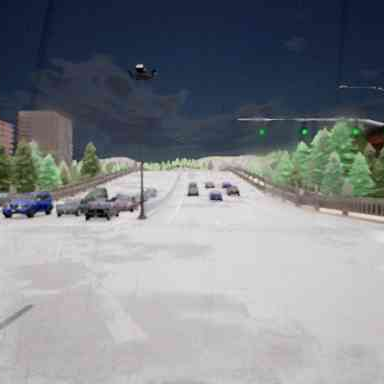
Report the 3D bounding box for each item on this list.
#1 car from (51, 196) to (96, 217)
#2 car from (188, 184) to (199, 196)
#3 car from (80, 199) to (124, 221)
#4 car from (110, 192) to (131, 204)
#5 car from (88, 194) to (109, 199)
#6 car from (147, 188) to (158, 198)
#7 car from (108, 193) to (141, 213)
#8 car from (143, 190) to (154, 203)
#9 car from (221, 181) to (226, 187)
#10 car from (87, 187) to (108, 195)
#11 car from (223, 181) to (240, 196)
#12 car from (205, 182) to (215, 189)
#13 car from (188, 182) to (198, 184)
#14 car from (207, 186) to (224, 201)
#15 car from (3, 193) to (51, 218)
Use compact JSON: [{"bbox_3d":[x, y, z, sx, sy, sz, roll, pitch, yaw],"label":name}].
[{"bbox_3d":[-10.560,1.393,30.029,1.837,1.490,4.892,0,0,0],"label":"car"},{"bbox_3d":[0.224,-0.092,58.437,1.994,1.385,4.181,0,6,0],"label":"car"},{"bbox_3d":[-7.073,1.503,26.676,1.895,1.301,4.718,0,0,0],"label":"car"},{"bbox_3d":[-10.496,0.827,49.134,1.895,1.301,4.718,0,4,1],"label":"car"},{"bbox_3d":[-10.555,1.330,38.923,1.994,1.385,4.181,0,2,-1],"label":"car"},{"bbox_3d":[-6.923,0.080,56.253,2.128,1.511,4.902,0,6,1],"label":"car"},{"bbox_3d":[-7.058,1.200,35.484,2.097,1.767,4.553,0,1,0],"label":"car"},{"bbox_3d":[-7.032,0.939,45.856,2.128,1.511,4.902,0,3,0],"label":"car"},{"bbox_3d":[7.191,-1.526,69.026,1.882,1.535,5.008,0,7,0],"label":"car"},{"bbox_3d":[-13.998,0.430,49.349,2.150,2.045,5.566,0,4,1],"label":"car"},{"bbox_3d":[7.229,-0.364,58.912,2.097,1.767,4.553,0,7,0],"label":"car"},{"bbox_3d":[3.694,-1.485,69.310,1.994,1.385,4.181,0,7,0],"label":"car"},{"bbox_3d":[0.192,-1.464,69.078,2.033,1.411,5.357,0,7,0],"label":"car"},{"bbox_3d":[3.689,0.429,52.448,1.882,1.535,5.008,0,5,0],"label":"car"},{"bbox_3d":[-14.071,1.116,28.974,2.150,2.045,5.566,0,0,0],"label":"car"}]
